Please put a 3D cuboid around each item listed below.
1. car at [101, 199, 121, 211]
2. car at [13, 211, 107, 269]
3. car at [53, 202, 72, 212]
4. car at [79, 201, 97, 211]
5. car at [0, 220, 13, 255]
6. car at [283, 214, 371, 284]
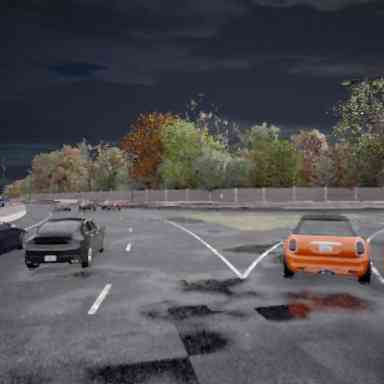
[{"bbox_3d":[-12.523,1.963,51.315,2.097,1.767,4.553,0,-1,-30],"label":"car"},{"bbox_3d":[-4.255,1.654,11.780,1.837,1.490,4.892,0,-1,-6],"label":"car"},{"bbox_3d":[-18.757,2.160,48.127,2.033,1.411,5.357,0,-1,-30],"label":"car"},{"bbox_3d":[-15.648,2.117,49.734,1.837,1.490,4.892,0,-1,-30],"label":"car"},{"bbox_3d":[-7.886,1.744,12.729,1.994,1.385,4.181,0,-1,-7],"label":"car"},{"bbox_3d":[4.029,1.438,10.246,2.097,1.767,4.553,0,-1,20],"label":"car"}]
